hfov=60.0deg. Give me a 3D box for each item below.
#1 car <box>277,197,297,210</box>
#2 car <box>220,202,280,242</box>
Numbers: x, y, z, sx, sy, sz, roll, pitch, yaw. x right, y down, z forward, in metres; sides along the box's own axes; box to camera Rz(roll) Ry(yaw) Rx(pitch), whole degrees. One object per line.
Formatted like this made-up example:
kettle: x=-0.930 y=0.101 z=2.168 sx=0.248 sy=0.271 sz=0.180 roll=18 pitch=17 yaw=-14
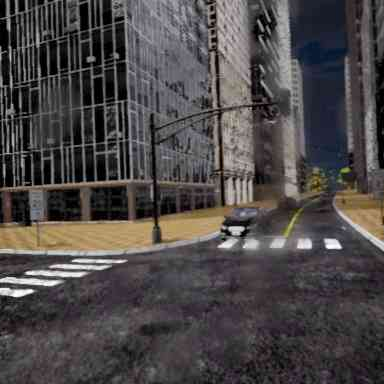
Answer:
car: x=10.932 y=1.267 z=38.091 sx=1.882 sy=1.535 sz=5.008 roll=-3 pitch=0 yaw=21
car: x=2.809 y=1.490 z=16.596 sx=2.128 sy=1.511 sz=4.902 roll=-3 pitch=0 yaw=22
